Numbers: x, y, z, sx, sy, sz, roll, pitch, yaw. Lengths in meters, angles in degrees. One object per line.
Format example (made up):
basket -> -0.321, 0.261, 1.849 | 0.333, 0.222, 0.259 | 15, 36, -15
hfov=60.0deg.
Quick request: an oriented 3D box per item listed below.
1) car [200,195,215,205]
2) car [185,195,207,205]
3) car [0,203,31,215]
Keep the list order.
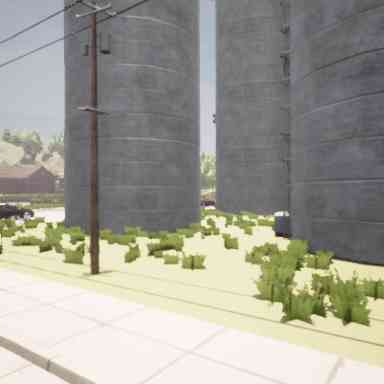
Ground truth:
car -> 1.857, 1.647, 52.449 | 1.882, 1.535, 5.008 | 0, 0, 35
car -> 0.734, 1.528, 64.238 | 3.866, 1.878, 1.905 | 0, 0, 35
car -> -15.530, 1.671, 27.420 | 1.837, 1.490, 4.892 | -1, -1, 36
